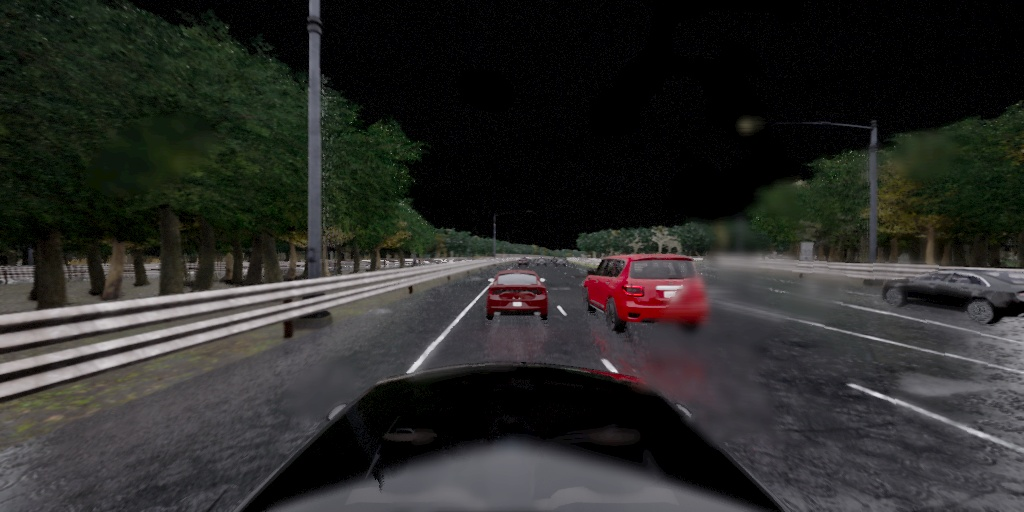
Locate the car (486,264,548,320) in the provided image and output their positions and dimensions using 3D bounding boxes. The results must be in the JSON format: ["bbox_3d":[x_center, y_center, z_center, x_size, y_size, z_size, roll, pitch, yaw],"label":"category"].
[{"bbox_3d":[0.178,1.225,12.726,1.882,1.535,5.008,0,0,1],"label":"car"}]

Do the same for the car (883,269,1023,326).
[{"bbox_3d":[14.249,1.160,11.185,2.128,1.511,4.902,0,1,12],"label":"car"}]

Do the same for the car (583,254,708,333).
[{"bbox_3d":[3.655,0.971,10.881,2.150,2.045,5.566,0,0,1],"label":"car"}]
